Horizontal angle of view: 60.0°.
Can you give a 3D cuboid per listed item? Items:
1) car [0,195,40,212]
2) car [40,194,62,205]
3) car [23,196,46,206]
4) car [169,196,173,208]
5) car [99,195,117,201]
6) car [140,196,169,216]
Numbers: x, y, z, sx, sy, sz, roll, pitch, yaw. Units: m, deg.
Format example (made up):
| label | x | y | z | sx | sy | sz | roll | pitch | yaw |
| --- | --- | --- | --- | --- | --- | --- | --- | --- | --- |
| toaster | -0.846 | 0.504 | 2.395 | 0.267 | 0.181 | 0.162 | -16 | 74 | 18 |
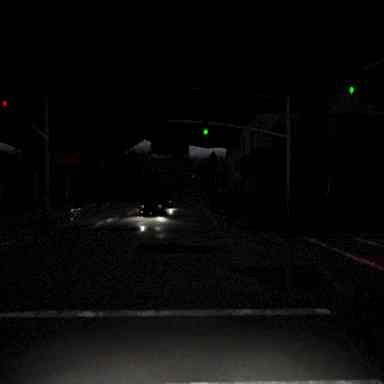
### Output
| label | x | y | z | sx | sy | sz | roll | pitch | yaw |
| --- | --- | --- | --- | --- | --- | --- | --- | --- | --- |
| car | -18.996 | 1.455 | 36.618 | 2.007 | 1.523 | 4.514 | 0 | 0 | 0 |
| car | -22.735 | 1.218 | 54.479 | 1.905 | 1.878 | 3.866 | 0 | 0 | 0 |
| car | -26.063 | 1.501 | 55.075 | 1.970 | 1.475 | 3.806 | 0 | 0 | 0 |
| car | -3.682 | 1.310 | 46.018 | 2.097 | 1.767 | 4.553 | 0 | 0 | -1 |
| car | -22.349 | 1.589 | 88.482 | 4.611 | 1.667 | 2.242 | 0 | 0 | 0 |
| car | -3.658 | 1.323 | 31.724 | 2.097 | 1.767 | 4.553 | 0 | 0 | 0 |
